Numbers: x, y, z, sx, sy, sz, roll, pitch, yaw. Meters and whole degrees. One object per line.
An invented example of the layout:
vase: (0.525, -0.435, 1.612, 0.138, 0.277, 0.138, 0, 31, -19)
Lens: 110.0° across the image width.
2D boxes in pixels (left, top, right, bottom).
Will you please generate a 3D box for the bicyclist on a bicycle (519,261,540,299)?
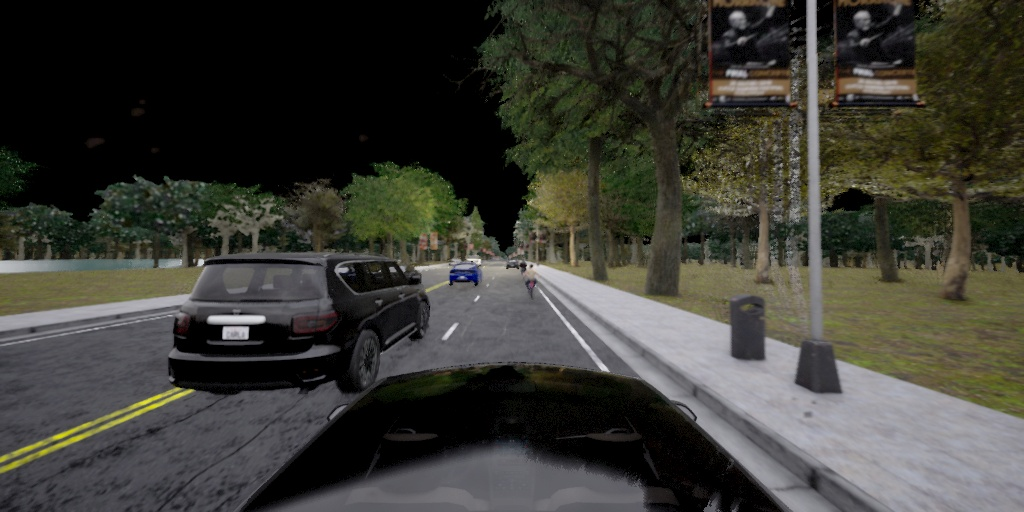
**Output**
bicyclist on a bicycle: (0.902, 1.174, 16.700, 0.866, 1.612, 1.509, 0, 0, 0)

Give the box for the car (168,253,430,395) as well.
car: (-3.152, 0.968, 6.774, 2.150, 2.045, 5.566, 0, 0, 0)

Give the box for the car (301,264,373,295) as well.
car: (-9.852, 1.259, 20.657, 1.812, 1.442, 4.674, 0, 0, 0)

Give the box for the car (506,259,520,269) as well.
car: (0.084, 1.222, 54.790, 1.812, 1.442, 4.674, 0, 0, 0)

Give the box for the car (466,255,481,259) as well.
car: (-6.540, 0.912, 61.666, 2.150, 2.045, 5.566, 0, 0, 1)

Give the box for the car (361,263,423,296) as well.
car: (-6.602, 1.211, 20.397, 1.882, 1.535, 5.008, 0, 0, 0)

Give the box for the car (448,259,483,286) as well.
car: (-3.156, 1.206, 25.239, 1.882, 1.535, 5.008, 0, 0, 0)

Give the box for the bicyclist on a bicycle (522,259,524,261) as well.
bicyclist on a bicycle: (0.886, 1.095, 28.459, 0.659, 1.776, 1.843, 0, 0, 0)
